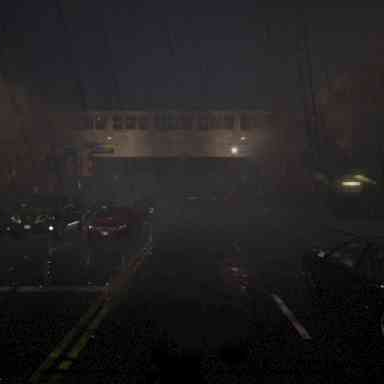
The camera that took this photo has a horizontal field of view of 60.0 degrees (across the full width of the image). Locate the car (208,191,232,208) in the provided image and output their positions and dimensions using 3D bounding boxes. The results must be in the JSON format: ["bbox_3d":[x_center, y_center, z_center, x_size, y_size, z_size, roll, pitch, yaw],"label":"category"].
[{"bbox_3d":[3.553,0.951,44.016,2.150,2.045,5.566,0,0,1],"label":"car"}]

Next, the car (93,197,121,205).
[{"bbox_3d":[-7.039,1.339,26.872,1.837,1.490,4.892,0,0,1],"label":"car"}]

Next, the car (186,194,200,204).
[{"bbox_3d":[0.141,1.157,54.406,2.128,1.511,4.902,0,0,0],"label":"car"}]

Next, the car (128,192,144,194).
[{"bbox_3d":[-7.027,1.127,36.600,2.097,1.767,4.553,0,0,1],"label":"car"}]

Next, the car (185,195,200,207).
[{"bbox_3d":[0.058,1.328,44.438,1.895,1.301,4.718,0,0,1],"label":"car"}]

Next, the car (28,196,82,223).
[{"bbox_3d":[-10.034,1.201,24.892,2.185,1.767,4.553,0,0,0],"label":"car"}]

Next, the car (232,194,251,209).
[{"bbox_3d":[6.736,1.306,46.894,1.895,1.301,4.718,0,0,0],"label":"car"}]

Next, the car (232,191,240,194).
[{"bbox_3d":[6.692,0.895,54.288,2.435,2.045,5.566,0,0,0],"label":"car"}]

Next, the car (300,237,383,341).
[{"bbox_3d":[3.602,1.511,5.831,2.033,1.411,5.357,0,0,0],"label":"car"}]

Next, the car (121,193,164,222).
[{"bbox_3d":[-3.548,1.199,24.792,2.097,1.767,4.553,0,0,0],"label":"car"}]

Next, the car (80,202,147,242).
[{"bbox_3d":[-3.557,1.427,16.007,1.812,1.442,4.674,0,0,1],"label":"car"}]

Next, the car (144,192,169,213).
[{"bbox_3d":[-3.541,1.142,34.169,2.097,1.767,4.553,0,0,1],"label":"car"}]

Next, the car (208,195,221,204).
[{"bbox_3d":[3.641,1.229,54.399,1.994,1.385,4.181,0,0,0],"label":"car"}]

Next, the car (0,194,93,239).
[{"bbox_3d":[-7.062,1.117,16.948,2.150,2.045,5.566,0,0,-1],"label":"car"}]

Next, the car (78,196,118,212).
[{"bbox_3d":[-9.997,1.262,35.668,2.231,1.521,4.892,0,0,10],"label":"car"}]
